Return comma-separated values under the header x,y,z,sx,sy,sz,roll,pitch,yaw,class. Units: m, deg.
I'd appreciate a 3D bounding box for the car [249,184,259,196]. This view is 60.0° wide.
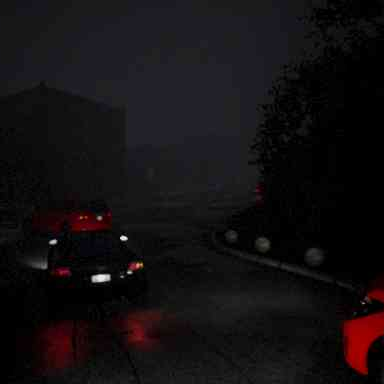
x,y,z,sx,sy,sz,roll,pitch,yaw,class
11.426,-0.200,53.865,1.837,1.490,4.892,0,3,29,car

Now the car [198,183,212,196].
x,y,z,sx,sy,sz,roll,pitch,yaw,class
1.116,-0.232,59.600,1.946,1.575,5.366,0,3,29,car

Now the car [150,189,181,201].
x,y,z,sx,sy,sz,roll,pitch,yaw,class
-4.268,0.388,49.973,1.946,1.575,5.366,0,3,29,car

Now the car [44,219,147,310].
x,y,z,sx,sy,sz,roll,pitch,yaw,class
-2.469,1.615,8.145,1.994,1.385,4.181,0,0,-22,car

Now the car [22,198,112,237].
x,y,z,sx,sy,sz,roll,pitch,yaw,class
-6.601,1.335,17.404,5.566,2.045,2.150,0,0,35,car

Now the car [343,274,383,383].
x,y,z,sx,sy,sz,roll,pitch,yaw,class
3.762,1.225,1.916,2.150,2.045,5.566,0,0,-29,car

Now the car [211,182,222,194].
x,y,z,sx,sy,sz,roll,pitch,yaw,class
3.937,-0.805,64.652,2.435,2.045,5.566,0,3,29,car

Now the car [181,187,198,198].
x,y,z,sx,sy,sz,roll,pitch,yaw,class
-1.572,0.077,54.783,1.946,1.575,5.366,0,3,29,car

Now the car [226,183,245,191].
x,y,z,sx,sy,sz,roll,pitch,yaw,class
9.315,-1.142,74.299,2.163,1.488,4.792,0,3,29,car

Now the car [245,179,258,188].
x,y,z,sx,sy,sz,roll,pitch,yaw,class
14.712,-1.791,83.963,2.231,1.521,4.892,0,3,29,car
